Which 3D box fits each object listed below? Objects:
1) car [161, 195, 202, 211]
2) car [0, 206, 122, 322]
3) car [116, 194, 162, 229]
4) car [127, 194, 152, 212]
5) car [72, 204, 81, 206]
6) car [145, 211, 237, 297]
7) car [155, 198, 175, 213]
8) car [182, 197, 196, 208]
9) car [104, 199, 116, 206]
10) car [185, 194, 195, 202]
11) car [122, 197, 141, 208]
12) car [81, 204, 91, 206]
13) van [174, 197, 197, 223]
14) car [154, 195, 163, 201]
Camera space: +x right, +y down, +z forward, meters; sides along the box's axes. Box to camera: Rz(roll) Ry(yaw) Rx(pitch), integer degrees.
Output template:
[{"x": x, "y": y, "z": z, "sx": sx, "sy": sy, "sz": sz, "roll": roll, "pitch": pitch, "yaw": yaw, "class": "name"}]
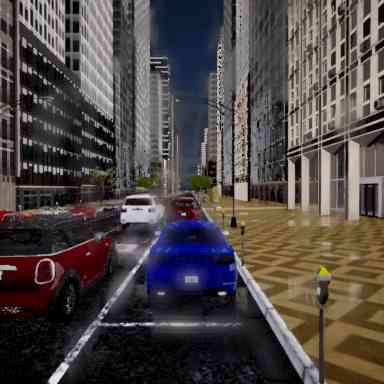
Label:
[{"x": -0.465, "y": 1.311, "z": 20.672, "sx": 2.192, "sy": 1.841, "sz": 5.009, "roll": -1, "pitch": 0, "yaw": 0, "class": "car"}, {"x": -3.147, "y": 1.349, "z": 7.397, "sx": 2.097, "sy": 1.767, "sz": 4.553, "roll": 0, "pitch": 0, "yaw": 0, "class": "car"}, {"x": -3.079, "y": 1.220, "z": 21.562, "sx": 2.150, "sy": 2.045, "sz": 5.566, "roll": 0, "pitch": 0, "yaw": 0, "class": "car"}, {"x": -6.208, "y": 1.216, "z": 40.246, "sx": 2.150, "sy": 2.045, "sz": 5.566, "roll": 0, "pitch": 0, "yaw": 0, "class": "car"}, {"x": -8.844, "y": 1.547, "z": 20.672, "sx": 2.008, "sy": 1.369, "sz": 4.403, "roll": -1, "pitch": 0, "yaw": 0, "class": "car"}, {"x": -0.006, "y": 1.476, "z": 8.652, "sx": 1.882, "sy": 1.535, "sz": 5.008, "roll": 0, "pitch": 0, "yaw": 0, "class": "car"}, {"x": -3.069, "y": 1.518, "z": 38.603, "sx": 1.812, "sy": 1.442, "sz": 4.674, "roll": 0, "pitch": 0, "yaw": 0, "class": "car"}, {"x": -0.463, "y": 1.541, "z": 49.090, "sx": 2.008, "sy": 1.369, "sz": 4.403, "roll": -1, "pitch": 0, "yaw": 0, "class": "car"}, {"x": -8.844, "y": 1.544, "z": 37.723, "sx": 2.008, "sy": 1.369, "sz": 4.403, "roll": -1, "pitch": 0, "yaw": 0, "class": "car"}, {"x": -0.465, "y": 1.298, "z": 77.509, "sx": 2.192, "sy": 1.841, "sz": 5.009, "roll": -1, "pitch": 0, "yaw": 0, "class": "car"}, {"x": -8.843, "y": 1.541, "z": 49.090, "sx": 2.008, "sy": 1.369, "sz": 4.403, "roll": -1, "pitch": 0, "yaw": 0, "class": "car"}, {"x": -8.843, "y": 1.577, "z": 26.356, "sx": 1.802, "sy": 1.307, "sz": 4.206, "roll": -1, "pitch": 0, "yaw": 0, "class": "car"}, {"x": -0.465, "y": 1.336, "z": 26.356, "sx": 1.690, "sy": 1.788, "sz": 3.998, "roll": -1, "pitch": 0, "yaw": 0, "class": "van"}, {"x": -8.844, "y": 1.545, "z": 88.876, "sx": 1.947, "sy": 1.339, "sz": 4.313, "roll": -1, "pitch": 0, "yaw": 0, "class": "car"}]
